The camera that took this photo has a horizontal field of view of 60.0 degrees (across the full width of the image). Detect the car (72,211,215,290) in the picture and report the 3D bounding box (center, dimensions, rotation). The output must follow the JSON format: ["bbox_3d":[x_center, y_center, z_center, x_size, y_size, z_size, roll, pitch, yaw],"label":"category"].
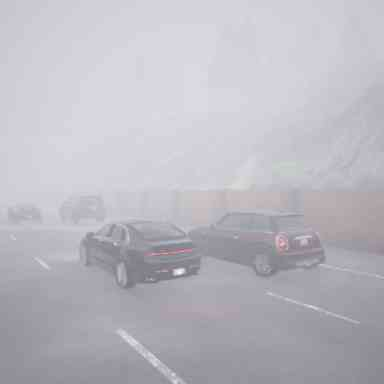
[{"bbox_3d":[-1.658,1.505,9.306,1.837,1.490,4.892,0,0,-35],"label":"car"}]

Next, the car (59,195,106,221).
[{"bbox_3d":[-8.250,1.224,24.901,2.150,2.045,5.566,0,0,-35],"label":"car"}]

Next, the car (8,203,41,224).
[{"bbox_3d":[-12.668,1.525,25.118,1.812,1.442,4.674,0,0,-35],"label":"car"}]

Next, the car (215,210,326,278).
[{"bbox_3d":[1.749,1.351,10.534,2.097,1.767,4.553,0,0,-35],"label":"car"}]
